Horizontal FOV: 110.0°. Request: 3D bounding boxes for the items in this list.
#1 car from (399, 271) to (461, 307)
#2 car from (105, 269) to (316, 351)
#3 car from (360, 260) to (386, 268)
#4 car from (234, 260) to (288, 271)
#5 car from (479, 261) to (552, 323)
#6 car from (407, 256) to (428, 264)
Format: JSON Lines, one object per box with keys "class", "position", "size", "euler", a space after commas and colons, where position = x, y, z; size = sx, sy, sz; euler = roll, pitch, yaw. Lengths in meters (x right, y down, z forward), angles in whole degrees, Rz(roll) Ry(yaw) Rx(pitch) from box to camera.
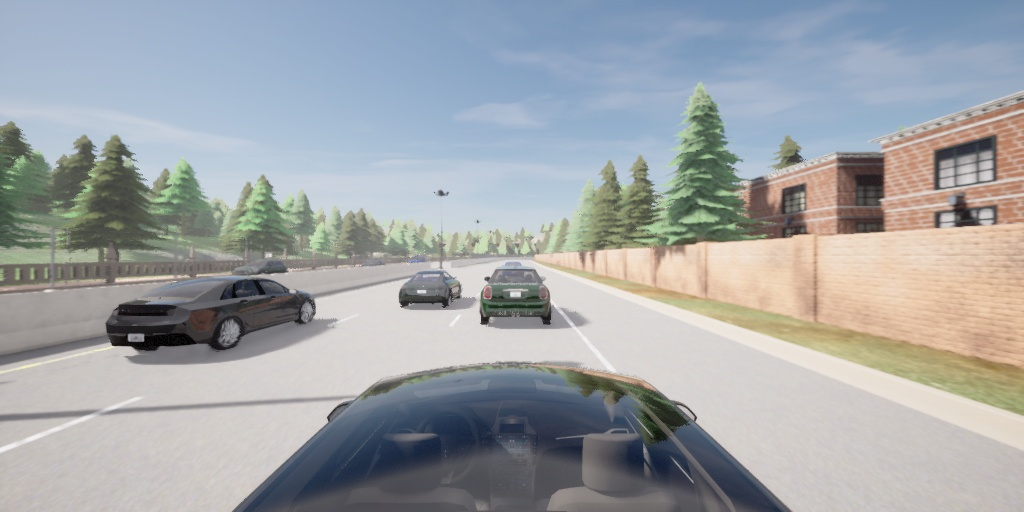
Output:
{"class": "car", "position": [-3.400, 1.315, 15.517], "size": [1.994, 1.385, 4.181], "euler": [0, 0, 0]}
{"class": "car", "position": [-6.900, 1.255, 9.002], "size": [1.837, 1.490, 4.892], "euler": [0, 0, 0]}
{"class": "car", "position": [-17.568, 1.259, 45.606], "size": [1.837, 1.490, 4.892], "euler": [0, 0, 0]}
{"class": "car", "position": [-21.085, 1.103, 30.233], "size": [2.097, 1.767, 4.553], "euler": [0, 0, 0]}
{"class": "car", "position": [0.100, 1.103, 12.193], "size": [2.097, 1.767, 4.553], "euler": [0, 0, 0]}
{"class": "car", "position": [-14.088, 0.980, 53.884], "size": [2.150, 2.045, 5.566], "euler": [0, 0, 0]}
